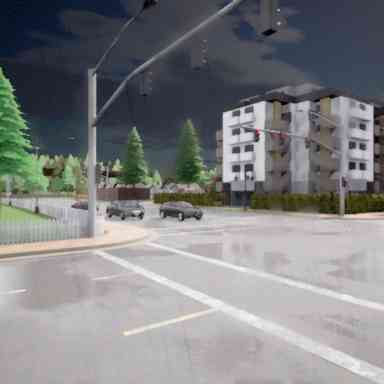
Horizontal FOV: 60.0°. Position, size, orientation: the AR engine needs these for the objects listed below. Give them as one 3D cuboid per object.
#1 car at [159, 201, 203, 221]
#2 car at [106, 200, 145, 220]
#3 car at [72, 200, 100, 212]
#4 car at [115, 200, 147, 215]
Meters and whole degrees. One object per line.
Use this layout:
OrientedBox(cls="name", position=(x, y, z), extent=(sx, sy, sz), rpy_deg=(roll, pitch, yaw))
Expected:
OrientedBox(cls="car", position=(-0.987, 1.508, 27.366), extent=(1.837, 1.490, 4.892), rpy_deg=(0, 0, -34))
OrientedBox(cls="car", position=(-5.707, 1.493, 28.086), extent=(2.128, 1.511, 4.902), rpy_deg=(0, 0, -34))
OrientedBox(cls="car", position=(-11.900, 1.603, 37.223), extent=(1.895, 1.301, 4.718), rpy_deg=(0, 0, -34))
OrientedBox(cls="car", position=(-6.589, 1.566, 35.656), extent=(1.994, 1.385, 4.181), rpy_deg=(0, 0, -32))
